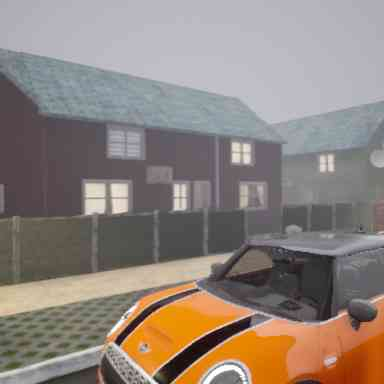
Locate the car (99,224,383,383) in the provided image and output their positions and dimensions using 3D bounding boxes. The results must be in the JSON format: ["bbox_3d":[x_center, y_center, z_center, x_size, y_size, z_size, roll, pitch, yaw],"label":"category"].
[{"bbox_3d":[1.274,1.342,3.961,4.553,1.767,2.097,0,0,-35],"label":"car"}]
